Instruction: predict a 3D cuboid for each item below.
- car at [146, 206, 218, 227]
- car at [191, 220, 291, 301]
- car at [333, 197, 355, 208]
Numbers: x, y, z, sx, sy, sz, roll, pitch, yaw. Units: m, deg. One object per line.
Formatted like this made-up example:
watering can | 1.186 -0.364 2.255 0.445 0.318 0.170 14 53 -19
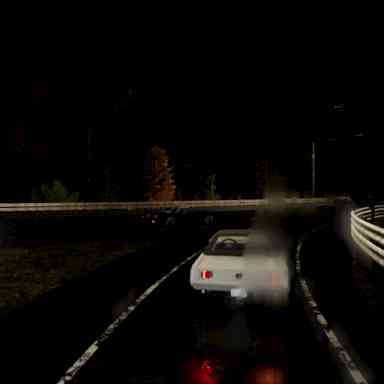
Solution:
car | -0.590 1.599 22.538 4.718 1.301 1.895 0 0 -29
car | 1.336 1.601 8.400 1.895 1.301 4.718 0 0 12
car | 22.657 1.490 49.448 2.128 1.511 4.902 0 0 44
